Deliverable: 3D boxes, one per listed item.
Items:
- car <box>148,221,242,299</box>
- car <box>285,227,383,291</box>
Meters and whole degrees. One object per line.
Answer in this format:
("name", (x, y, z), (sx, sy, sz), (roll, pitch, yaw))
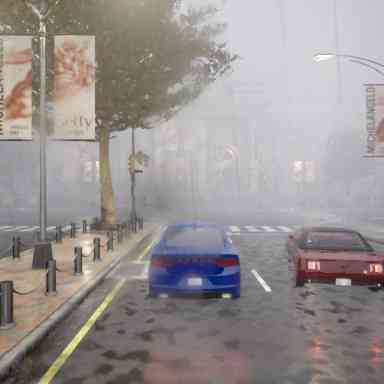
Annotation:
("car", (0.063, 1.479, 8.511), (1.882, 1.535, 5.008), (0, 0, 0))
("car", (3.669, 1.602, 9.142), (1.895, 1.301, 4.718), (0, 0, 13))
